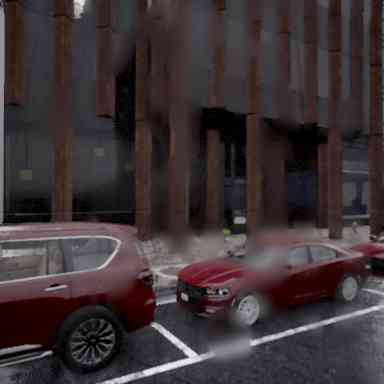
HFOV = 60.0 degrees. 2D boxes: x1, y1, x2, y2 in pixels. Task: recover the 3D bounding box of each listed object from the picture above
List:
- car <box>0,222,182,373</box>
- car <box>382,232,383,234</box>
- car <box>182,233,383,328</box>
[{"bbox_3d":[-2.900,1.389,4.394,5.009,1.841,2.192,1,-1,-30],"label":"car"},{"bbox_3d":[6.529,1.729,9.884,4.507,1.381,1.887,1,-1,-30],"label":"car"},{"bbox_3d":[1.814,1.673,7.137,4.507,1.381,1.887,1,-1,-30],"label":"car"}]
